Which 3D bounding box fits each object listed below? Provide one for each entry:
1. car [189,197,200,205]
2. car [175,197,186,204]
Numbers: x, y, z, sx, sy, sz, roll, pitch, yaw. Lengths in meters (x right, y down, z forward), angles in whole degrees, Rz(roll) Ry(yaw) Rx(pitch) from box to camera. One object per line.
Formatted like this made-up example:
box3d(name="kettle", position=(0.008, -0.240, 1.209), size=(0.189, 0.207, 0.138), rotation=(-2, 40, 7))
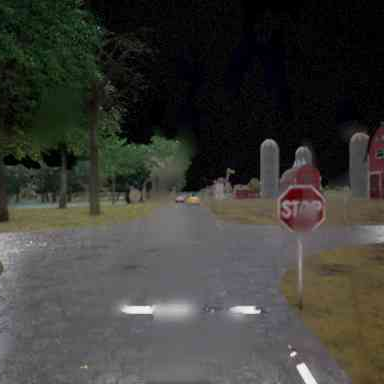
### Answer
box3d(name="car", position=(0.390, 1.590, 62.366), size=(1.882, 1.535, 5.008), rotation=(0, -1, 0))
box3d(name="car", position=(-2.331, 1.655, 66.971), size=(1.882, 1.535, 5.008), rotation=(0, -1, 0))
